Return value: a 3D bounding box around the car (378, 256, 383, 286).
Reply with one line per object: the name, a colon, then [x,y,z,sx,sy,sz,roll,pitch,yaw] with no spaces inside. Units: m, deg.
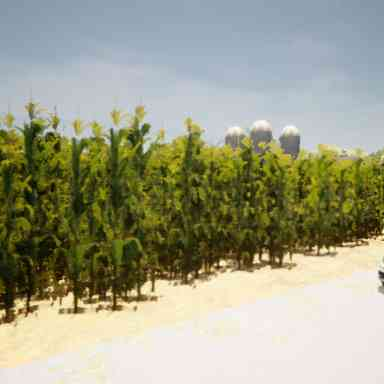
car: [6.346,1.507,7.961,4.674,1.442,1.812,0,0,-35]
